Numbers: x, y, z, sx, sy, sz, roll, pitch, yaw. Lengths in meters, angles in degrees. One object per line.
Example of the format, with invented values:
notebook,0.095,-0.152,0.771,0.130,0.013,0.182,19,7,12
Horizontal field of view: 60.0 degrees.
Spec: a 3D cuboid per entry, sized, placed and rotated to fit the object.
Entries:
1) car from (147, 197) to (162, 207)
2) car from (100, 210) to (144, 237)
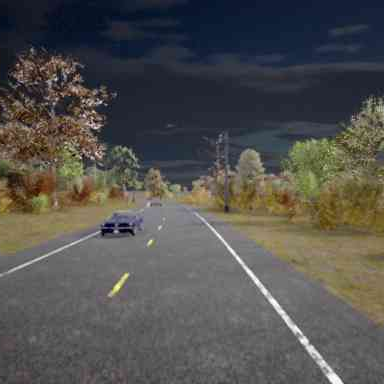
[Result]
car,-6.631,1.814,61.525,2.097,1.767,4.553,0,0,-5
car,-3.945,1.758,19.320,1.895,1.301,4.718,0,0,-2
